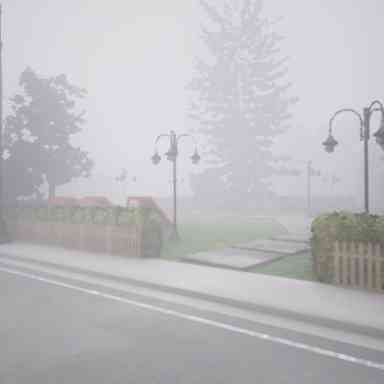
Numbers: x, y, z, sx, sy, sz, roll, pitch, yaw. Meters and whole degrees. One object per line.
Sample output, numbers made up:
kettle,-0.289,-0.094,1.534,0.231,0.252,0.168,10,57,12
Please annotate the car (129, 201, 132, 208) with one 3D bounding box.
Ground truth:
car,-8.710,1.859,56.040,2.128,1.511,4.902,-1,0,35
